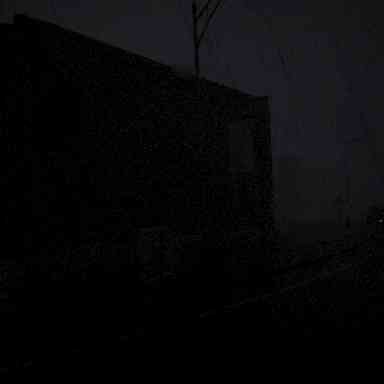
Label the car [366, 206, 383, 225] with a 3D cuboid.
[{"bbox_3d":[19.995,2.450,34.896,2.150,2.045,5.566,-2,-3,14],"label":"car"}]
